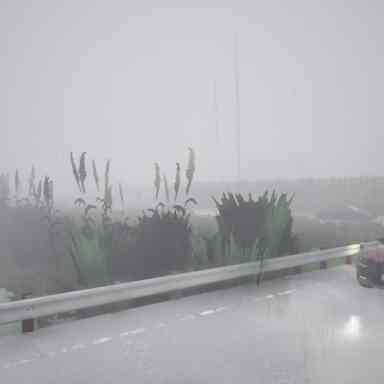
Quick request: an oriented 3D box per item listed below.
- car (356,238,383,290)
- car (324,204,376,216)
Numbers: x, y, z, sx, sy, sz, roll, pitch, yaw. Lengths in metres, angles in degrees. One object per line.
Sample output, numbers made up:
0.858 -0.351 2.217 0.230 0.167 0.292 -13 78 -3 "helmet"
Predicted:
6.149 1.643 8.516 5.008 1.535 1.882 2 -1 -36 "car"
12.501 1.736 27.152 1.812 1.442 4.674 -1 1 -43 "car"
